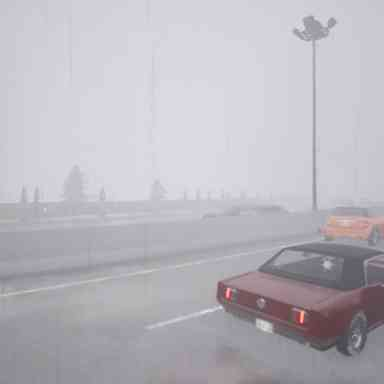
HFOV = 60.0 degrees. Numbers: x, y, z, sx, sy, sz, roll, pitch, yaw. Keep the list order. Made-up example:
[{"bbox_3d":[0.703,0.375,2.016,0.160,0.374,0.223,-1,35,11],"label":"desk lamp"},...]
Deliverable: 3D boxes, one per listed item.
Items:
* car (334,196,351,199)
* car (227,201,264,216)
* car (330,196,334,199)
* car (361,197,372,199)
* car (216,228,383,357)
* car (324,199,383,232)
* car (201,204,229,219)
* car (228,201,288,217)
[{"bbox_3d":[26.686,1.597,57.835,1.882,1.535,5.008,0,0,35],"label":"car"},{"bbox_3d":[5.554,1.657,34.135,1.994,1.385,4.181,0,0,37],"label":"car"},{"bbox_3d":[29.270,1.642,67.617,1.837,1.490,4.892,0,0,35],"label":"car"},{"bbox_3d":[28.296,1.609,54.055,1.837,1.490,4.892,0,0,36],"label":"car"},{"bbox_3d":[2.759,1.615,6.113,4.718,1.301,1.895,0,0,-39],"label":"car"},{"bbox_3d":[8.103,1.384,15.709,4.553,1.767,2.097,0,0,-45],"label":"car"},{"bbox_3d":[3.044,1.620,25.721,2.033,1.411,5.357,0,0,43],"label":"car"},{"bbox_3d":[4.830,1.565,22.602,1.837,1.490,4.892,0,0,43],"label":"car"}]
